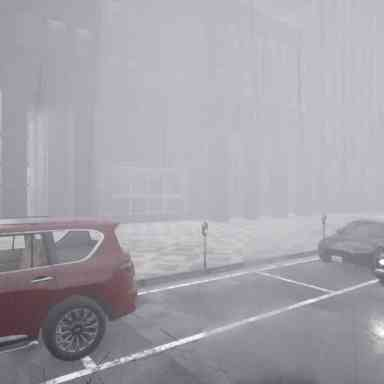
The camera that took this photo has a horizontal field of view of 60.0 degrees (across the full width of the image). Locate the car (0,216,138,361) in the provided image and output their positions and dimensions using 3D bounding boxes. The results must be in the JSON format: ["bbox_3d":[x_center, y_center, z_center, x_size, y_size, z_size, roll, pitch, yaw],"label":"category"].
[{"bbox_3d":[-3.160,1.315,4.395,5.009,1.841,2.192,0,0,-36],"label":"car"}]

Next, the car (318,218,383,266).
[{"bbox_3d":[5.971,1.567,10.912,4.313,1.339,1.947,0,0,-36],"label":"car"}]

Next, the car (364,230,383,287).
[{"bbox_3d":[6.283,1.601,7.864,4.718,1.301,1.895,0,0,-36],"label":"car"}]
